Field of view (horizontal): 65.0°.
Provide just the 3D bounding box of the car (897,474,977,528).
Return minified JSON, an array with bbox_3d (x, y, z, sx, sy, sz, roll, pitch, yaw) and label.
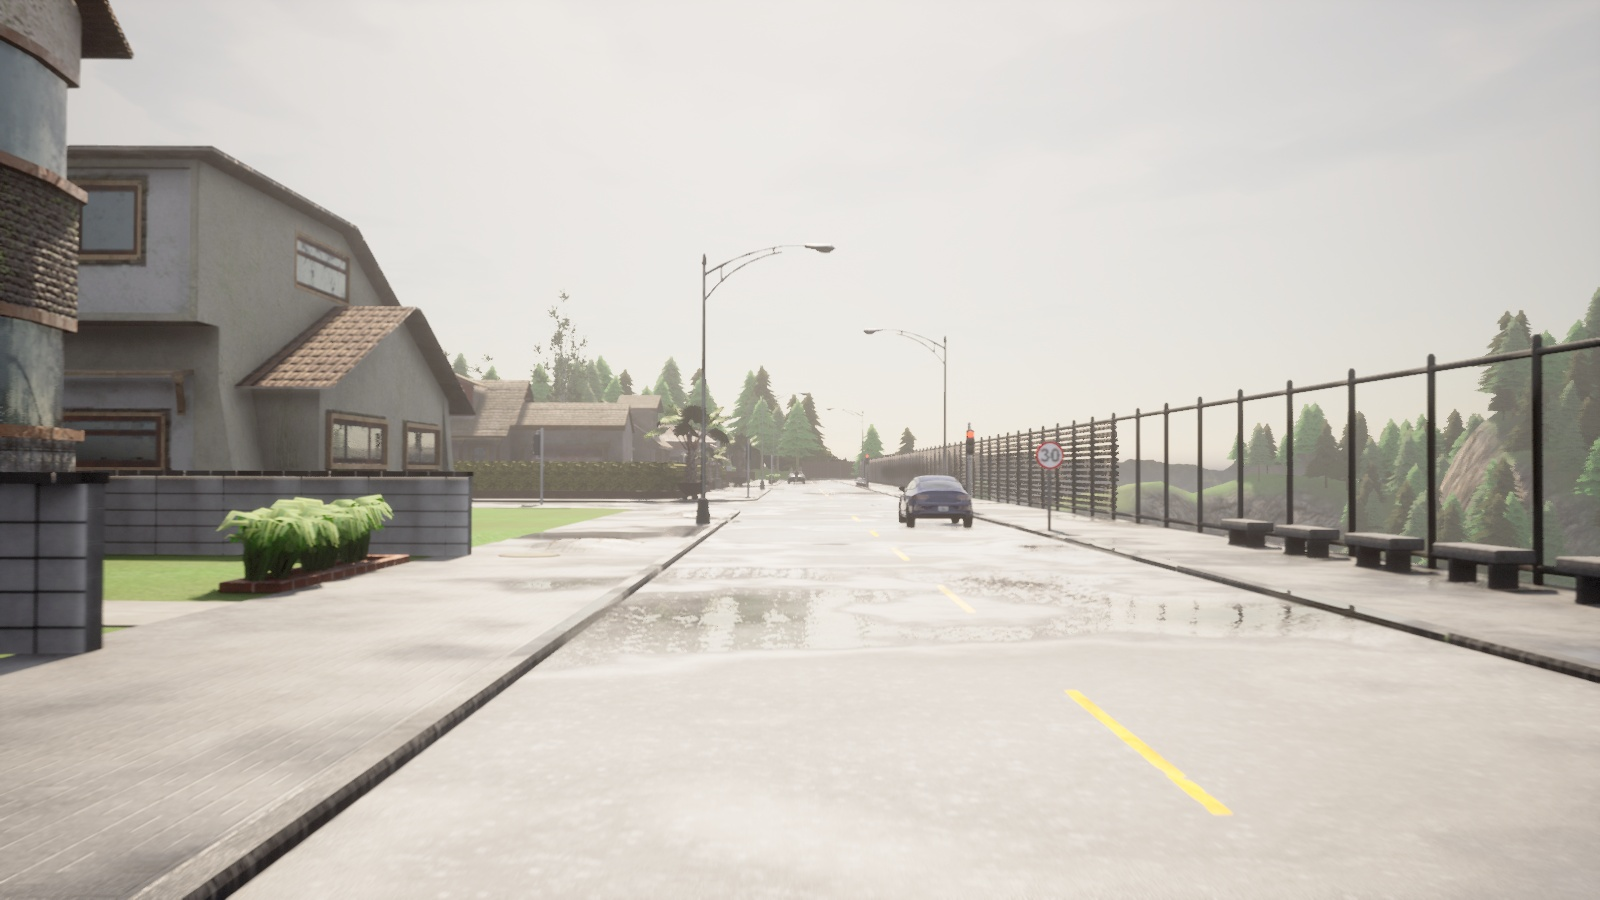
[{"bbox_3d":[3.909,1.436,36.527,1.812,1.442,4.674,0,-1,0],"label":"car"}]
